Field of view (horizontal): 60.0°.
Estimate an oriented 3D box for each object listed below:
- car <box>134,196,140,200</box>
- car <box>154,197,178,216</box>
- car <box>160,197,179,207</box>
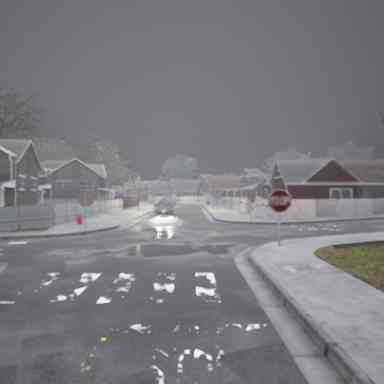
[{"bbox_3d":[-14.162,1.731,82.464,1.812,1.442,4.674,0,-1,-23],"label":"car"},{"bbox_3d":[-2.655,1.611,33.402,2.128,1.511,4.902,0,1,0],"label":"car"},{"bbox_3d":[-4.037,1.682,58.858,1.882,1.535,5.008,0,1,-21],"label":"car"}]
